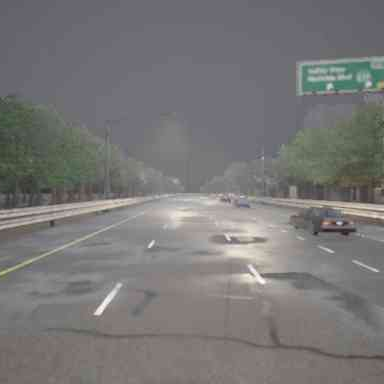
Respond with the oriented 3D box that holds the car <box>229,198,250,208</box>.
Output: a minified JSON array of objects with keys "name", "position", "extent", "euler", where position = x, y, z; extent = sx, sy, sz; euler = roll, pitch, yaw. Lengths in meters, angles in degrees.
[{"name":"car","position":[7.035,1.546,47.914],"extent":[2.033,1.411,5.357],"euler":[0,0,0]}]

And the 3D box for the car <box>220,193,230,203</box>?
[{"name":"car","position":[7.058,1.359,70.867],"extent":[2.097,1.767,4.553],"euler":[0,0,0]}]

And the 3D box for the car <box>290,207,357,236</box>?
[{"name":"car","position":[7.012,1.547,18.321],"extent":[2.033,1.411,5.357],"euler":[0,0,0]}]
